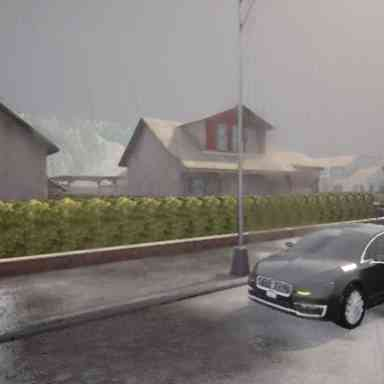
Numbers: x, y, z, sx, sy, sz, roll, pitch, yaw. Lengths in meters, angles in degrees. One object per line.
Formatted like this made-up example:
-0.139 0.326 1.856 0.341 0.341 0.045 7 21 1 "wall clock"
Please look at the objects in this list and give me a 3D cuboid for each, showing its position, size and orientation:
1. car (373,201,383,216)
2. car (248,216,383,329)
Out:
12.170 1.193 24.110 2.033 1.415 5.357 0 0 -33 "car"
3.300 1.461 6.965 4.892 1.490 1.837 0 0 -36 "car"
